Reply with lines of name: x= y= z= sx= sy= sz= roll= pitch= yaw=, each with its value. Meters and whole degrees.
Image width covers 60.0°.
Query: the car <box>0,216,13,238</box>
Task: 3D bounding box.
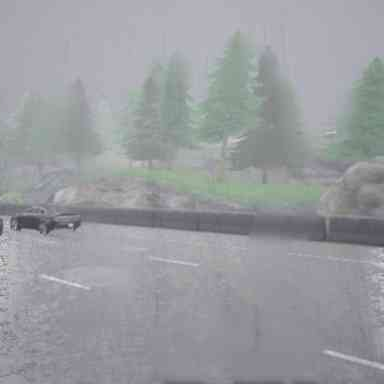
car: x=-10.952 y=1.492 z=16.108 sx=4.892 sy=1.490 sz=1.837 roll=0 pitch=0 yaw=36

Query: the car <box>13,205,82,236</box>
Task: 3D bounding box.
car: x=-8.172 y=1.479 z=18.425 sx=4.902 sy=1.511 sz=2.128 roll=0 pitch=0 yaw=36
